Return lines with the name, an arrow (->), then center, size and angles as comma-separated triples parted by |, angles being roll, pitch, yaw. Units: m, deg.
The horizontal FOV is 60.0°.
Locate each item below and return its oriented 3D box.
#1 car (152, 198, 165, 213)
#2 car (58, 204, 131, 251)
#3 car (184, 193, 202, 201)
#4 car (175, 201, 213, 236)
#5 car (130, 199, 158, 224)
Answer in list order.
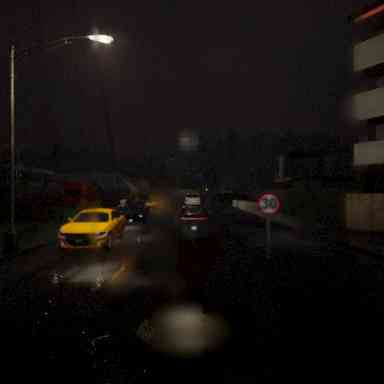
car -> -4.059, 1.442, 37.124 | 1.882, 1.535, 5.008 | 0, 0, 0
car -> -4.078, 1.464, 14.277 | 1.882, 1.535, 5.008 | 0, 0, -2
car -> 0.102, 1.178, 44.854 | 2.150, 2.045, 5.566 | 0, 0, 0
car -> 0.100, 1.474, 18.088 | 2.128, 1.511, 4.902 | 0, 0, 0
car -> -4.082, 1.523, 24.927 | 2.033, 1.411, 5.357 | 0, 0, 0
